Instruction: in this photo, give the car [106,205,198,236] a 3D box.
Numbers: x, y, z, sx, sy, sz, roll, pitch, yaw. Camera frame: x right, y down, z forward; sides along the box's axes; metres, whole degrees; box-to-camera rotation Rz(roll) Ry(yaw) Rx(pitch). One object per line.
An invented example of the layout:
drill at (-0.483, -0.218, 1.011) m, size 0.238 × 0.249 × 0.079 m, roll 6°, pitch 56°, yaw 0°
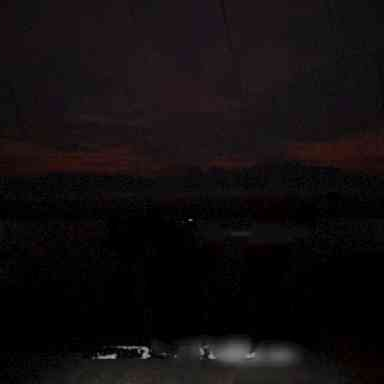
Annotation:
car at (-2.157, 1.483, 17.949) m, size 4.902 × 1.511 × 2.128 m, roll -1°, pitch 0°, yaw 1°
